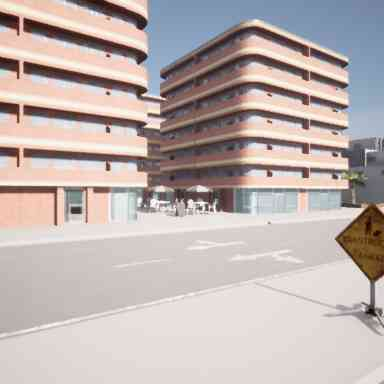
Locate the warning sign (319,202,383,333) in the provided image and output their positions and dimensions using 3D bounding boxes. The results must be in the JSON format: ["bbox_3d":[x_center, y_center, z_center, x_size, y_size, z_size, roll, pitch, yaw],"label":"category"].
[{"bbox_3d":[2.971,1.112,5.435,1.060,1.860,1.300,0,0,-36],"label":"warning sign"}]
